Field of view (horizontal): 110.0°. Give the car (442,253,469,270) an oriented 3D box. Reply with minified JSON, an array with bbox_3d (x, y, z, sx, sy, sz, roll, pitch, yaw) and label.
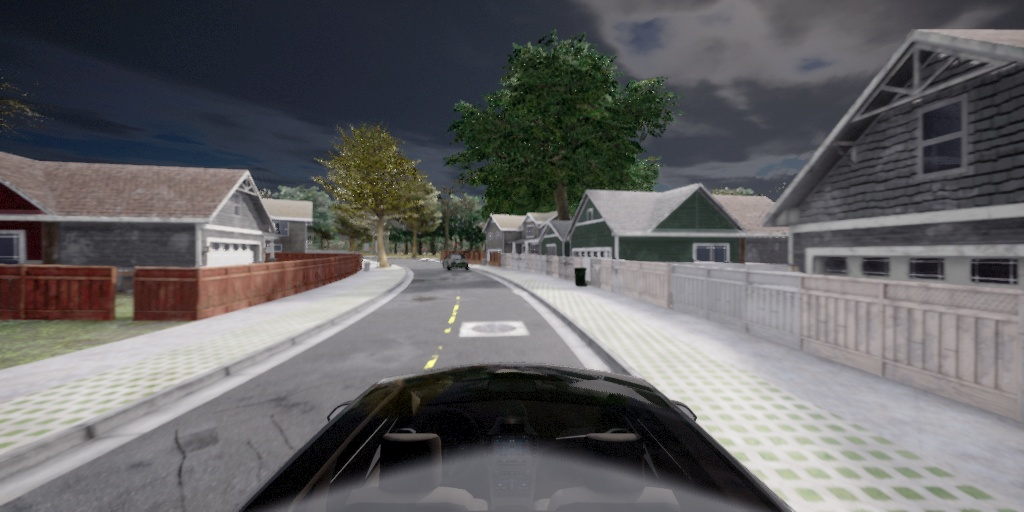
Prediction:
[{"bbox_3d":[-5.763,0.514,36.210,2.097,1.767,4.553,0,1,-18],"label":"car"}]
